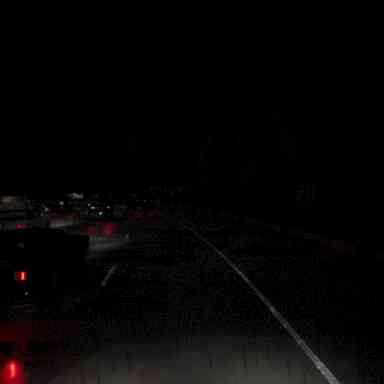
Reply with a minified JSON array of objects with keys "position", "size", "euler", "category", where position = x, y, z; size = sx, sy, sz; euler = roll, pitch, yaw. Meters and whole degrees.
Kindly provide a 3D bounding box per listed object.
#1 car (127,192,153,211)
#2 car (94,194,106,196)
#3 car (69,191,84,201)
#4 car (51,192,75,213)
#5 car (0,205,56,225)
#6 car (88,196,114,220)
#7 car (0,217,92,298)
[{"position":[-6.004,1.040,38.195],"size":[2.150,2.045,5.566],"euler":[0,0,-21],"category":"car"},{"position":[-15.483,1.101,55.469],"size":[2.097,1.767,4.553],"euler":[0,0,-32],"category":"car"},{"position":[-23.920,0.782,67.514],"size":[2.150,2.045,5.566],"euler":[0,0,-41],"category":"car"},{"position":[-13.699,1.202,35.063],"size":[2.097,1.767,4.553],"euler":[0,0,-20],"category":"car"},{"position":[-8.596,1.534,16.787],"size":[1.895,1.301,4.718],"euler":[0,0,-10],"category":"car"},{"position":[-7.344,1.369,26.860],"size":[2.128,1.511,4.902],"euler":[0,0,-15],"category":"car"},{"position":[-3.945,1.566,8.322],"size":[1.895,1.301,4.718],"euler":[0,0,-5],"category":"car"}]
